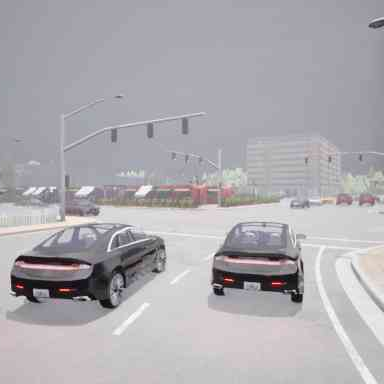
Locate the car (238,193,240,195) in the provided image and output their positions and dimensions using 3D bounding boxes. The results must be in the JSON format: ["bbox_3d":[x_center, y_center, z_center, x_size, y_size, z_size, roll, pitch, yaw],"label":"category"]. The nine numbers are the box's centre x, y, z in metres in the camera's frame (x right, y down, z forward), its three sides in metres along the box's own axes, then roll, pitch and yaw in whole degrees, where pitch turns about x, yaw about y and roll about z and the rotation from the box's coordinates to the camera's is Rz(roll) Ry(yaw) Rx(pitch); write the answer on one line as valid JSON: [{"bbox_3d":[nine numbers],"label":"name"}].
[{"bbox_3d":[11.527,1.209,88.628,4.605,1.855,1.932,0,0,32],"label":"car"}]

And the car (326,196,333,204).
[{"bbox_3d":[25.683,1.478,63.429,1.882,1.535,5.008,0,0,32],"label":"car"}]

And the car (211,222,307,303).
[{"bbox_3d":[1.783,1.492,8.358,2.128,1.511,4.902,0,0,17],"label":"car"}]

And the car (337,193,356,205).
[{"bbox_3d":[26.900,1.221,58.520,2.150,2.045,5.566,0,0,32],"label":"car"}]

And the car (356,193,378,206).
[{"bbox_3d":[29.990,1.221,56.862,2.150,2.045,5.566,0,0,32],"label":"car"}]

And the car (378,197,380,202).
[{"bbox_3d":[42.463,1.524,77.297,1.812,1.442,4.674,0,0,32],"label":"car"}]

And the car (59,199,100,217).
[{"bbox_3d":[-11.003,1.619,32.491,4.181,1.385,1.994,0,0,33],"label":"car"}]

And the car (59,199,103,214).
[{"bbox_3d":[-12.563,1.547,37.617,4.902,1.511,2.128,0,0,32],"label":"car"}]

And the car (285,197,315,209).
[{"bbox_3d":[15.146,1.491,46.470,2.128,1.511,4.902,0,0,32],"label":"car"}]

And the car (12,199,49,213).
[{"bbox_3d":[-18.117,1.619,36.966,4.181,1.385,1.994,0,0,32],"label":"car"}]

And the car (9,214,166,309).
[{"bbox_3d":[-2.035,1.492,7.980,2.128,1.511,4.902,0,0,12],"label":"car"}]

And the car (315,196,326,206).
[{"bbox_3d":[20.318,1.526,54.846,1.812,1.442,4.674,0,0,32],"label":"car"}]

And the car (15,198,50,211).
[{"bbox_3d":[-20.365,1.581,42.508,4.674,1.442,1.812,0,0,32],"label":"car"}]
